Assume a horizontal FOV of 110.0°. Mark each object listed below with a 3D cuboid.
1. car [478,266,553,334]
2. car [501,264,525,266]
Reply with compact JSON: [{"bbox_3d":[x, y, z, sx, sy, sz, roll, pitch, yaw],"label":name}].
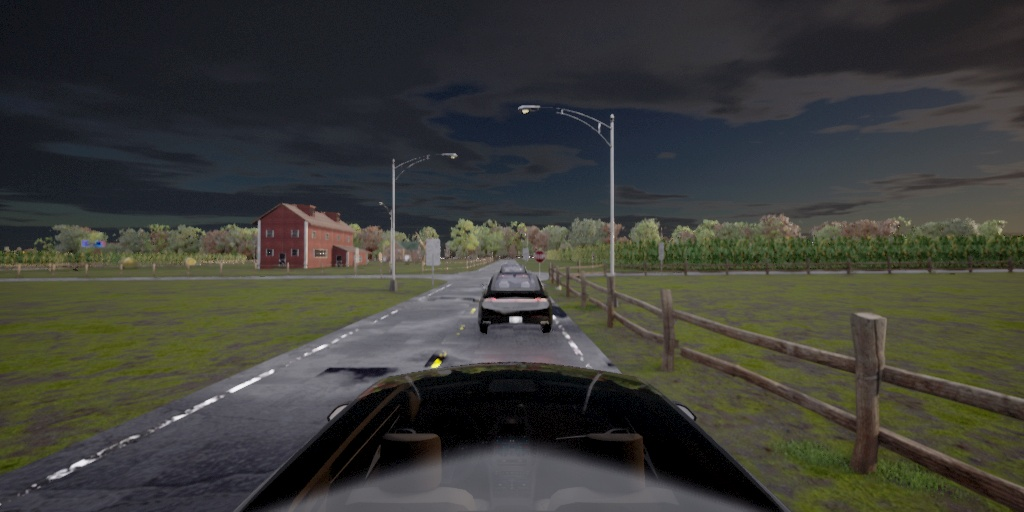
[{"bbox_3d":[0.080,1.224,10.549,2.128,1.511,4.902,0,0,0],"label":"car"},{"bbox_3d":[0.057,1.205,20.247,2.128,1.511,4.902,0,0,0],"label":"car"}]
